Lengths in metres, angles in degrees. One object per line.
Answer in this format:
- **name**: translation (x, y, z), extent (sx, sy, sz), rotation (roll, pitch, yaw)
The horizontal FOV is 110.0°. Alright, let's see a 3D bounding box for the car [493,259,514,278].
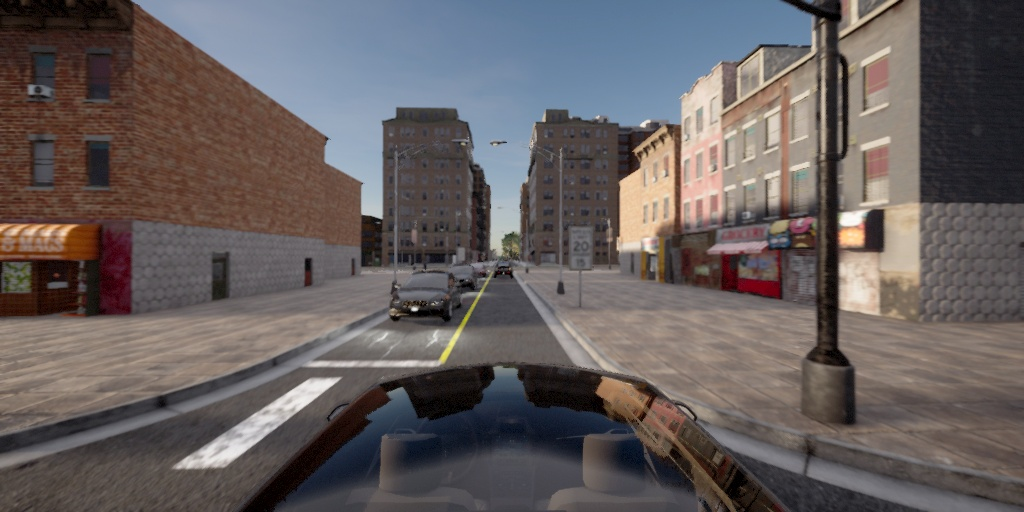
- **car**: translation (-0.857, 1.366, 36.022), extent (1.837, 1.490, 4.892), rotation (0, 0, -2)

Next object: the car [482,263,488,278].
- **car**: translation (-3.545, 1.376, 36.359), extent (1.812, 1.442, 4.674), rotation (0, 0, -2)

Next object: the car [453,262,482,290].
- **car**: translation (-3.160, 1.316, 22.901), extent (1.837, 1.490, 4.892), rotation (0, 0, -2)

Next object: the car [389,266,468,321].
- **car**: translation (-2.856, 1.285, 12.746), extent (1.837, 1.490, 4.892), rotation (0, 0, -1)
